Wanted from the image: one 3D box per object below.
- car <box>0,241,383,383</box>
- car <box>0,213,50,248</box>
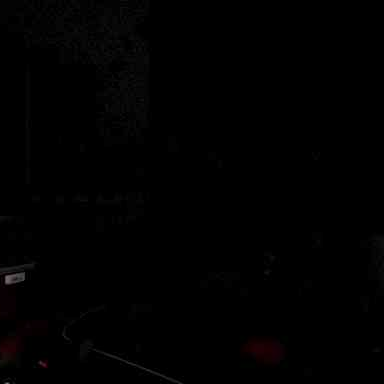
[{"bbox_3d":[-0.033,1.440,2.985,4.097,1.590,1.967,0,0,35],"label":"car"},{"bbox_3d":[-4.464,1.315,6.138,5.009,1.841,2.192,0,0,35],"label":"car"}]
